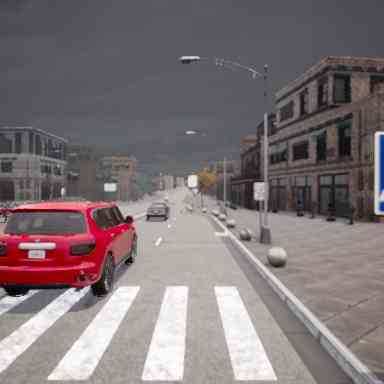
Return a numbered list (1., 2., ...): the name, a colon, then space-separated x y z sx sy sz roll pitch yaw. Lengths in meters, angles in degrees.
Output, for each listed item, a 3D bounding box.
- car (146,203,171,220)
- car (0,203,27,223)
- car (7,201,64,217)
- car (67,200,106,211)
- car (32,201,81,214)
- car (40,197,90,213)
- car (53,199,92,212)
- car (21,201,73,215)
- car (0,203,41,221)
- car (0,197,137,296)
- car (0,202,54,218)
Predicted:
1. car: -2.985 1.724 30.044 2.033 1.411 5.357 0 -1 0
2. car: -16.164 1.641 26.460 5.008 1.535 2.097 0 -1 -1
3. car: -16.252 1.743 34.727 4.892 1.521 2.231 0 -1 -1
4. car: -16.237 2.040 51.262 5.366 1.575 1.946 0 -1 -1
5. car: -16.310 1.828 40.238 5.008 1.535 2.097 0 -1 -1
6. car: -16.364 1.625 42.998 5.566 2.045 2.435 0 -1 -1
7. car: -16.332 1.803 45.751 4.553 1.767 2.185 0 -1 -1
8. car: -16.271 1.783 37.483 5.008 1.535 2.097 0 -1 -1
9. car: -16.158 1.700 29.215 4.792 1.488 2.163 0 -1 -1
10. car: -2.927 1.267 8.944 2.150 2.045 5.566 0 0 0
11. car: -16.224 1.706 31.971 4.892 1.521 2.231 0 -1 -1
